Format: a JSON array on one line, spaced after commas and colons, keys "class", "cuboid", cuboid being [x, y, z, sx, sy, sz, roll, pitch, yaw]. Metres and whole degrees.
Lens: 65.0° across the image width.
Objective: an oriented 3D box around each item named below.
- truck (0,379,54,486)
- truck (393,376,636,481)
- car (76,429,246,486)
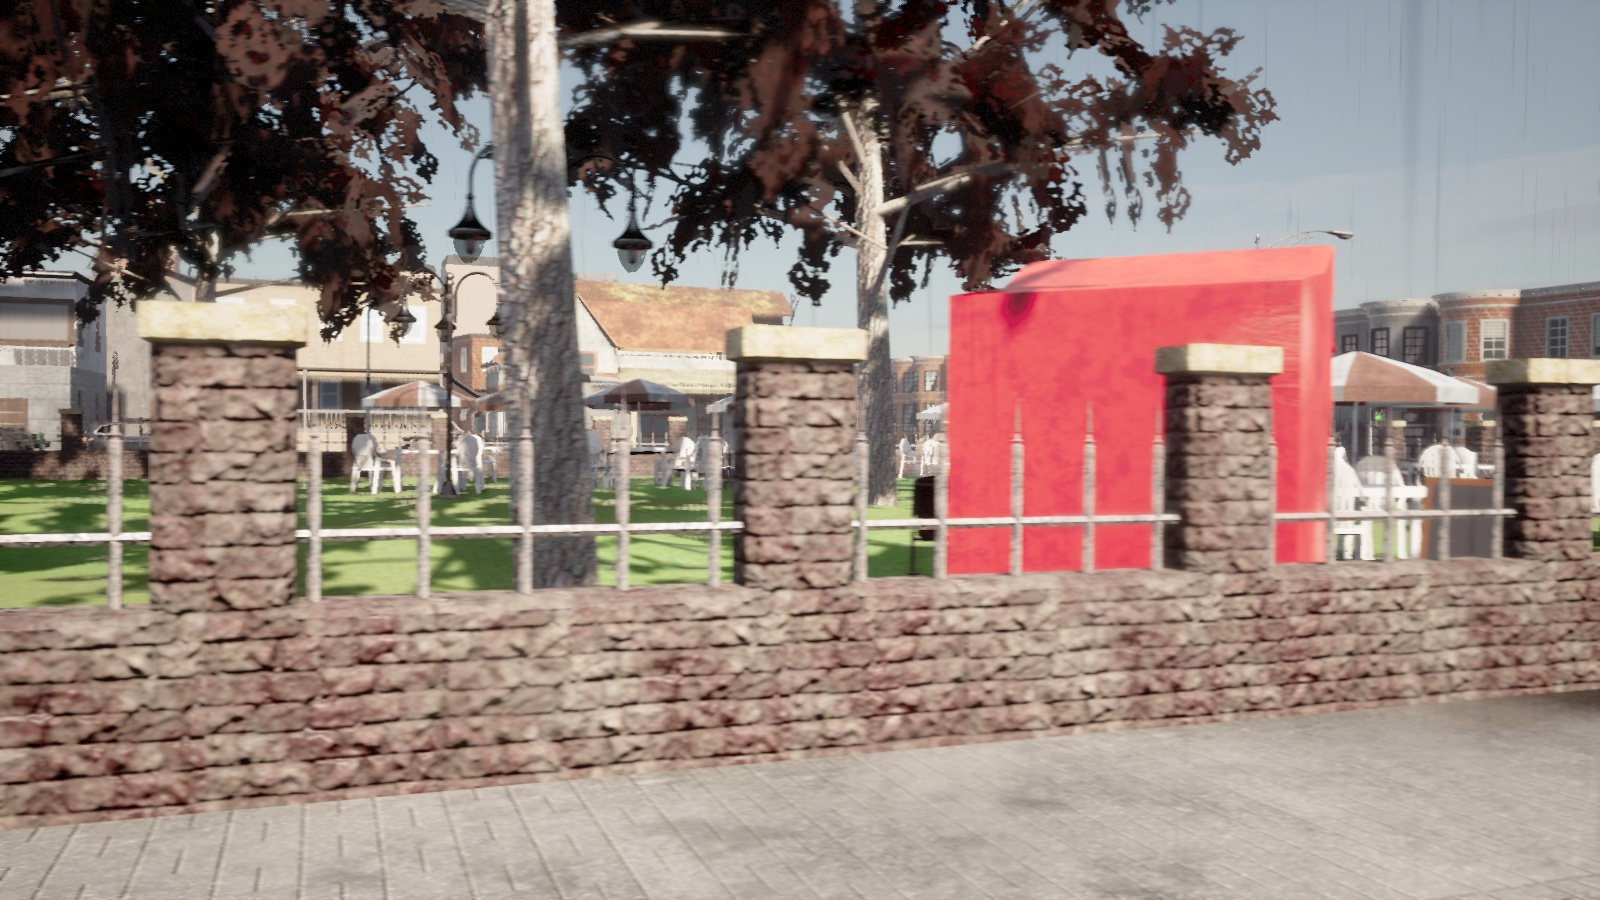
[{"class": "truck", "cuboid": [-29.273, -0.536, 41.078, 7.936, 3.462, 2.891, -1, 1, -20]}, {"class": "truck", "cuboid": [-10.010, -0.793, 44.083, 7.936, 3.462, 2.891, -1, 1, -21]}, {"class": "car", "cuboid": [-20.327, 0.209, 40.193, 4.611, 1.667, 2.242, -1, 1, -21]}]
